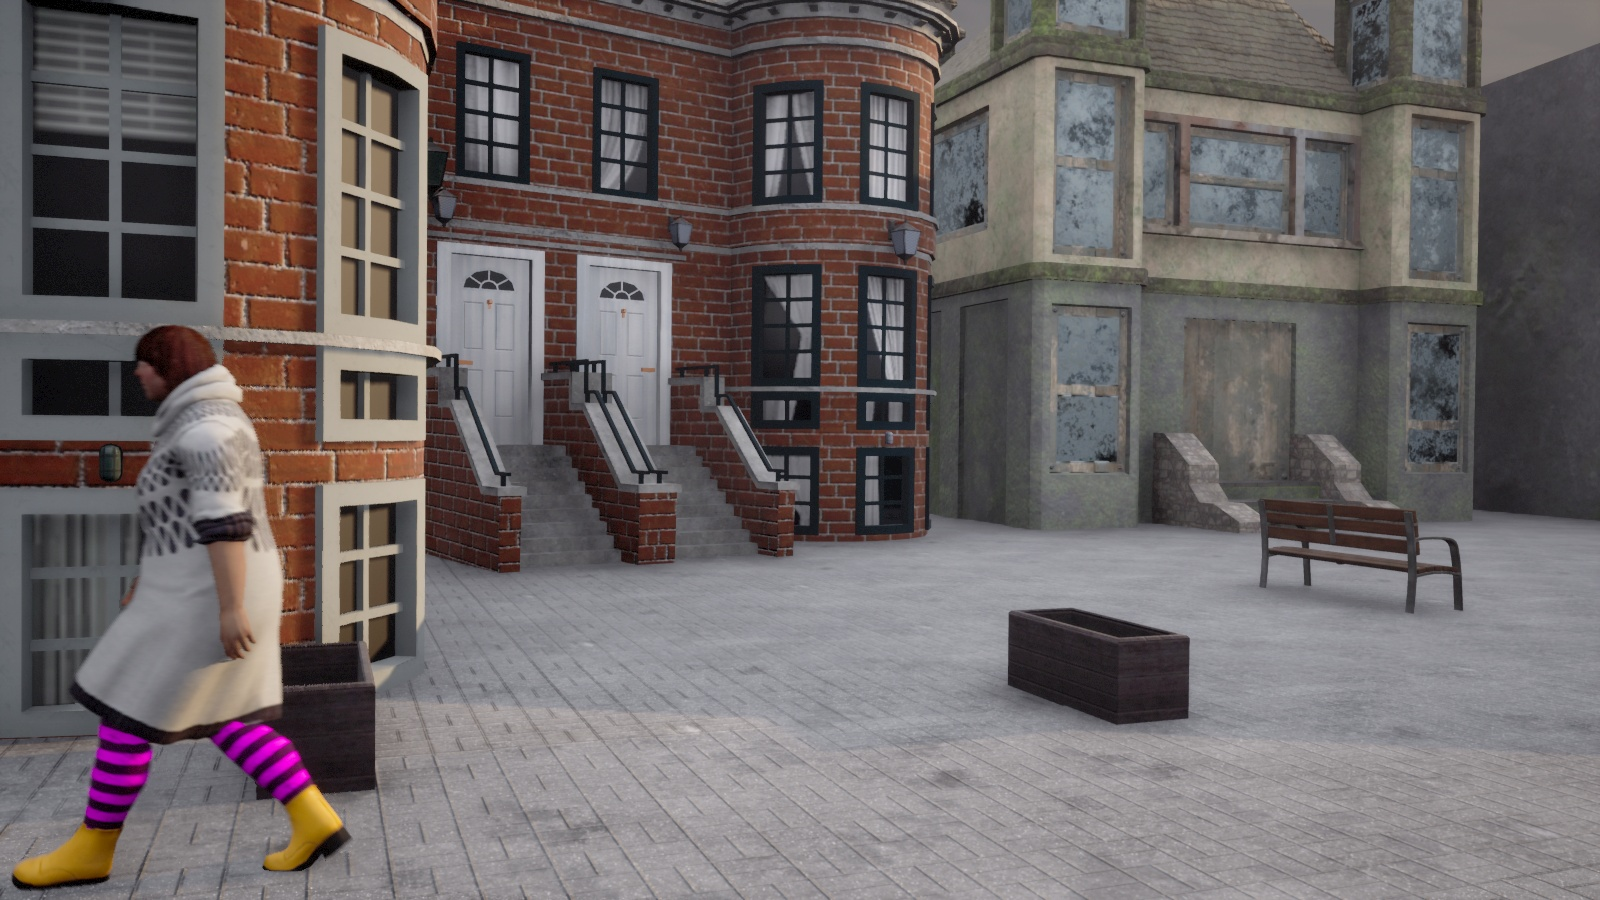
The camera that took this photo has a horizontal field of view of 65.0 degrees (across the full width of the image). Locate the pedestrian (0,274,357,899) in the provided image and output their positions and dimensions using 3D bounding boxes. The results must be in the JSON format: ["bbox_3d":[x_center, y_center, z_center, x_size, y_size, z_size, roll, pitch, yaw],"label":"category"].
[{"bbox_3d":[-1.932,0.463,3.995,0.873,1.952,0.659,-1,1,-12],"label":"pedestrian"}]
